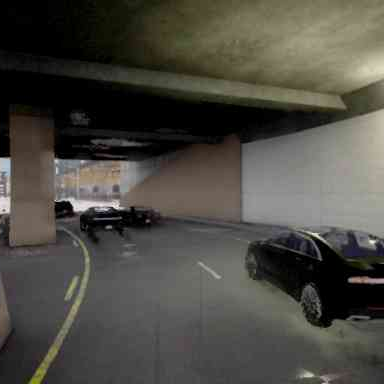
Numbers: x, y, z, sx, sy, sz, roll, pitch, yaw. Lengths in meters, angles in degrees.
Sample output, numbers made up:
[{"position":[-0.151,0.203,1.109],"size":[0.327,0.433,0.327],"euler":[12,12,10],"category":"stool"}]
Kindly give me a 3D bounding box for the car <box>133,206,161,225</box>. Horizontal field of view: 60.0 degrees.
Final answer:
[{"position":[-3.953,1.652,24.297],"size":[1.895,1.301,4.718],"euler":[-1,0,-27],"category":"car"}]

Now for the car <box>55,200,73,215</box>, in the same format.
[{"position":[-14.050,1.666,36.080],"size":[1.837,1.490,4.892],"euler":[-1,0,-28],"category":"car"}]

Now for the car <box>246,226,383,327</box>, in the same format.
[{"position":[2.627,1.467,7.036],"size":[2.128,1.511,4.902],"euler":[0,0,-9],"category":"car"}]

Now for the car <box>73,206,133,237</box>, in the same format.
[{"position":[-5.181,1.553,18.796],"size":[2.128,1.511,4.902],"euler":[-1,0,-25],"category":"car"}]
